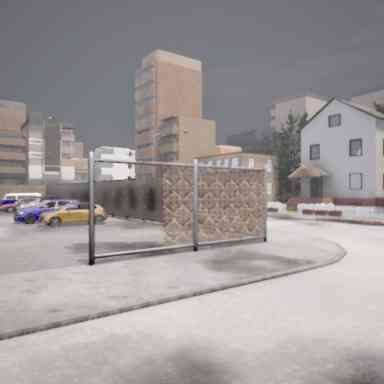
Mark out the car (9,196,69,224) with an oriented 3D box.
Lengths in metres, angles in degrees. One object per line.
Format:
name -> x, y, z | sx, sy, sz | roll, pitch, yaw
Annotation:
car -> -10.145, 1.346, 23.799 | 4.611, 1.667, 2.242 | 0, 0, -36

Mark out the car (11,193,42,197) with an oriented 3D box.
car -> -12.432, 1.241, 27.438 | 3.866, 1.878, 1.905 | 0, 0, -36

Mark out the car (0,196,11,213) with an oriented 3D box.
car -> -17.705, 1.473, 35.711 | 5.357, 1.415, 2.033 | 0, 0, -36

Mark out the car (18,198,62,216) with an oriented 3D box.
car -> -14.650, 1.411, 32.142 | 3.633, 1.501, 1.845 | 0, 0, -36

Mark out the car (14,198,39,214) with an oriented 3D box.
car -> -17.703, 1.401, 35.433 | 1.789, 1.547, 3.705 | 0, 0, -36

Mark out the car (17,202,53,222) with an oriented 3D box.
car -> -11.879, 1.450, 25.177 | 2.207, 1.379, 1.481 | 0, 0, -36

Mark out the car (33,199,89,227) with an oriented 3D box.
car -> -7.702, 1.414, 21.646 | 4.193, 1.474, 1.816 | 0, 0, -36
